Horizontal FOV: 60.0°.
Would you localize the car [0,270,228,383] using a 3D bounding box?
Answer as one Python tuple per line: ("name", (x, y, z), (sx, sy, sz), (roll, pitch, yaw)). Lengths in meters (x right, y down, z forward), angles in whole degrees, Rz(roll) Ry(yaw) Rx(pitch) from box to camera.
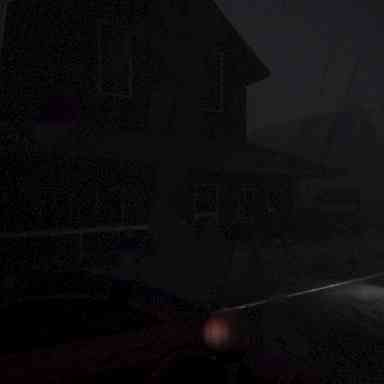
("car", (-1.742, 1.563, 3.241), (4.181, 1.385, 1.994), (0, 0, -27))
